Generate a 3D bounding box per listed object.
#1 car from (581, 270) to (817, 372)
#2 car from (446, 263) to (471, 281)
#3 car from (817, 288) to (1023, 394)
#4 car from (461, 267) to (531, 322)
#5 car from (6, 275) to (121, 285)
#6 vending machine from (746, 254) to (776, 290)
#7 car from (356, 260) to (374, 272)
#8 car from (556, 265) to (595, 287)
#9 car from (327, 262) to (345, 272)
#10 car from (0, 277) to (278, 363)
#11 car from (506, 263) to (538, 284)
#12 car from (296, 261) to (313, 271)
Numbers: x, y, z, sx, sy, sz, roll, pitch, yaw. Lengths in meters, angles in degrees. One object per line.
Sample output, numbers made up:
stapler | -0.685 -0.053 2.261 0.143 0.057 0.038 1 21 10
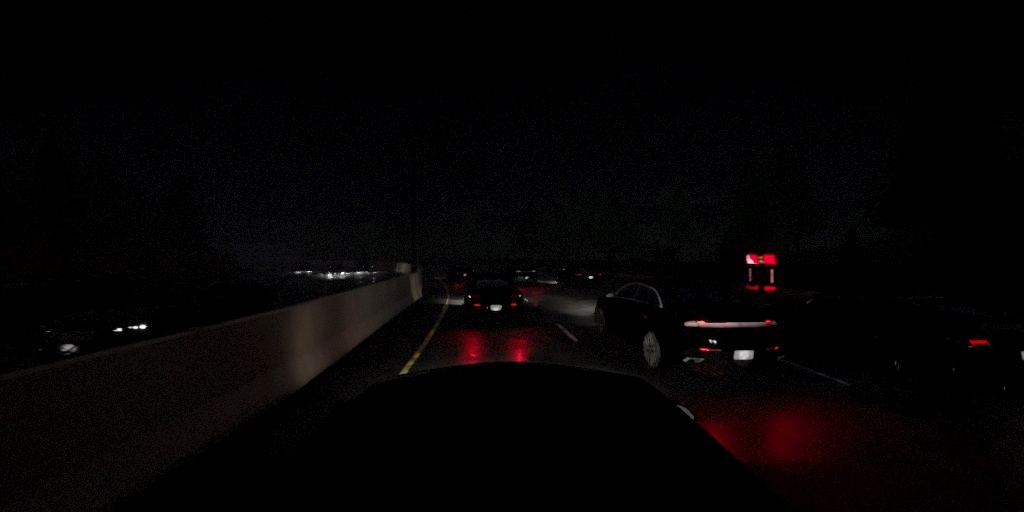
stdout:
car | 3.221 1.224 7.633 2.128 1.511 4.902 0 0 -4
car | -4.280 1.271 29.960 1.812 1.442 4.674 0 0 -16
car | 6.769 1.284 6.733 1.994 1.385 4.181 0 0 -3
car | -0.707 1.270 12.294 1.812 1.442 4.674 0 0 -6
car | -11.043 1.293 8.650 1.837 1.490 4.892 0 0 -5
vending machine | 13.440 0.879 19.365 1.100 2.100 0.880 0 0 -9
car | -19.811 1.295 48.273 1.837 1.490 4.892 0 0 -30
car | 4.434 1.279 24.004 1.994 1.385 4.181 0 0 -12
car | -23.235 1.407 47.246 1.895 1.301 4.718 0 0 -30
car | -7.513 1.266 8.350 2.128 1.511 4.902 0 0 -5
car | 0.432 1.221 25.931 2.128 1.511 4.902 0 0 -13
car | -29.178 1.375 50.297 2.033 1.411 5.357 0 0 -32
